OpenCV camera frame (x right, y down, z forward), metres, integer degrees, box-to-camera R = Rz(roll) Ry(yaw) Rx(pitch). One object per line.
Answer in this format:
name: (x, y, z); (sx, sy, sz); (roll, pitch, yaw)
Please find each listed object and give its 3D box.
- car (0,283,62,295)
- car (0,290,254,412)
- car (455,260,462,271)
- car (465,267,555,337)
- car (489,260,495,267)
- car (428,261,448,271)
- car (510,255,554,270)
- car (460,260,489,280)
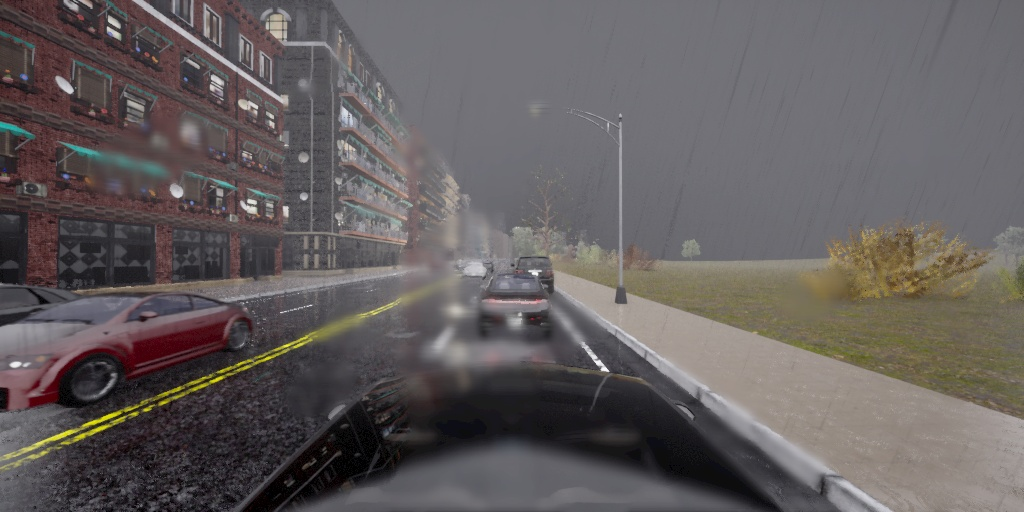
car: (-9.854, 1.255, 5.911); (1.837, 1.490, 4.892); (0, 0, 0)
car: (-6.602, 1.314, 6.073); (1.994, 1.385, 4.181); (0, 0, 0)
car: (-6.642, 1.242, 49.581); (2.128, 1.511, 4.902); (0, 0, 0)
car: (0.092, 1.243, 10.303); (2.128, 1.511, 4.902); (0, 0, 0)
car: (-3.193, 1.243, 44.867); (2.128, 1.511, 4.902); (0, 0, 0)
car: (-9.893, 1.352, 48.108); (1.895, 1.301, 4.718); (0, 0, 0)
car: (1.120, 0.977, 20.174); (2.150, 2.045, 5.566); (0, 0, 0)
car: (-3.180, 1.278, 31.335); (1.812, 1.442, 4.674); (0, 0, -2)
